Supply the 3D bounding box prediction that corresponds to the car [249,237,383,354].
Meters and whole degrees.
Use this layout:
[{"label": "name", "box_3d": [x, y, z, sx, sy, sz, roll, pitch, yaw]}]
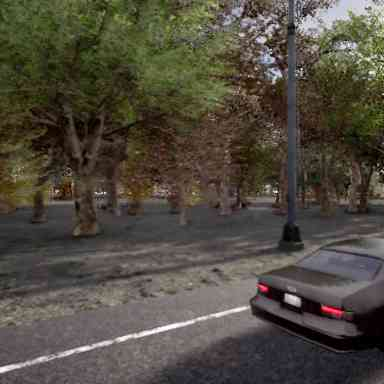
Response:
[{"label": "car", "box_3d": [3.510, 1.563, 6.034, 5.357, 1.411, 2.033, 0, 0, -33]}]
